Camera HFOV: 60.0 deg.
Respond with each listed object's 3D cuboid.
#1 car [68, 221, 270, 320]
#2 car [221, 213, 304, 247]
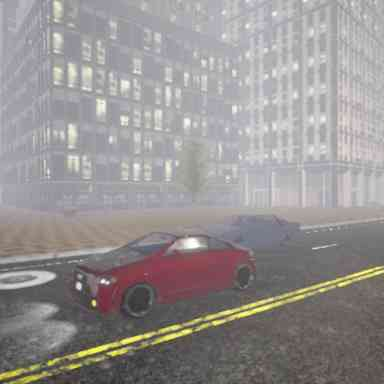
[{"bbox_3d":[-0.505,1.572,7.401,4.181,1.385,1.994,0,0,-36],"label":"car"},{"bbox_3d":[2.334,1.561,13.553,5.357,1.411,2.033,0,0,-37],"label":"car"}]
